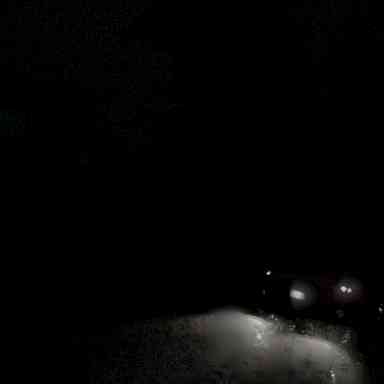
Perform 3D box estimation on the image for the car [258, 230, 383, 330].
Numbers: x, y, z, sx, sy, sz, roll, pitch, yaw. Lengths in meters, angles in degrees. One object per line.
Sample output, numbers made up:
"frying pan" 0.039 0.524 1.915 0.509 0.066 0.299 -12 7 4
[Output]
"car" 3.257 1.538 6.949 4.181 1.385 1.994 0 0 -42
